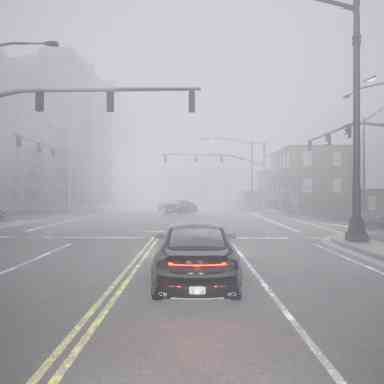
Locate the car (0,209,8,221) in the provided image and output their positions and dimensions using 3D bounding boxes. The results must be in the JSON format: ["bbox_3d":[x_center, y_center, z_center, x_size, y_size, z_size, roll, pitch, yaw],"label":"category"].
[{"bbox_3d":[-16.354,1.526,24.924,4.674,1.442,1.812,0,0,1],"label":"car"}]

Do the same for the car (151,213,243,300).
[{"bbox_3d":[0.094,1.505,8.342,1.837,1.490,4.892,0,0,0],"label":"car"}]

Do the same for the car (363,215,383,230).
[{"bbox_3d":[16.047,2.655,28.228,4.181,1.385,1.994,8,0,0],"label":"car"}]

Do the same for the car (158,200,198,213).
[{"bbox_3d":[-1.051,1.463,32.218,1.812,1.442,4.674,0,0,25],"label":"car"}]
